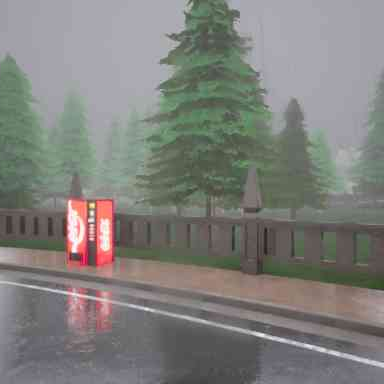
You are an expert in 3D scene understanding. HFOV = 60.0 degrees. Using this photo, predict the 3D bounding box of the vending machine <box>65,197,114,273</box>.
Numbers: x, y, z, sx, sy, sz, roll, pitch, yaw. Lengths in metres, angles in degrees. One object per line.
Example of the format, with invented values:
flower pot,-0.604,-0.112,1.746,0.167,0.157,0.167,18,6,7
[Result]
vending machine,-3.012,1.195,9.875,0.880,2.100,1.100,0,0,25
